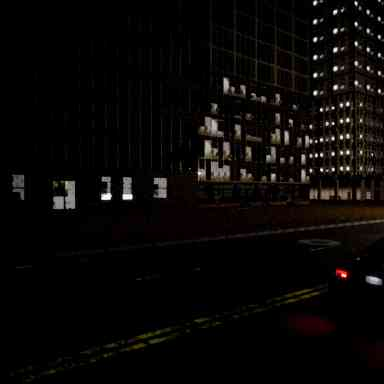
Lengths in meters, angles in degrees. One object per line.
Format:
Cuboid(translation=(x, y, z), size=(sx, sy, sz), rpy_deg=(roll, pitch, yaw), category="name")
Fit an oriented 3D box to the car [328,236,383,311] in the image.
Cuboid(translation=(5.118, 1.547, 7.088), size=(5.357, 1.411, 2.033), rpy_deg=(0, 0, -35), category="car")
